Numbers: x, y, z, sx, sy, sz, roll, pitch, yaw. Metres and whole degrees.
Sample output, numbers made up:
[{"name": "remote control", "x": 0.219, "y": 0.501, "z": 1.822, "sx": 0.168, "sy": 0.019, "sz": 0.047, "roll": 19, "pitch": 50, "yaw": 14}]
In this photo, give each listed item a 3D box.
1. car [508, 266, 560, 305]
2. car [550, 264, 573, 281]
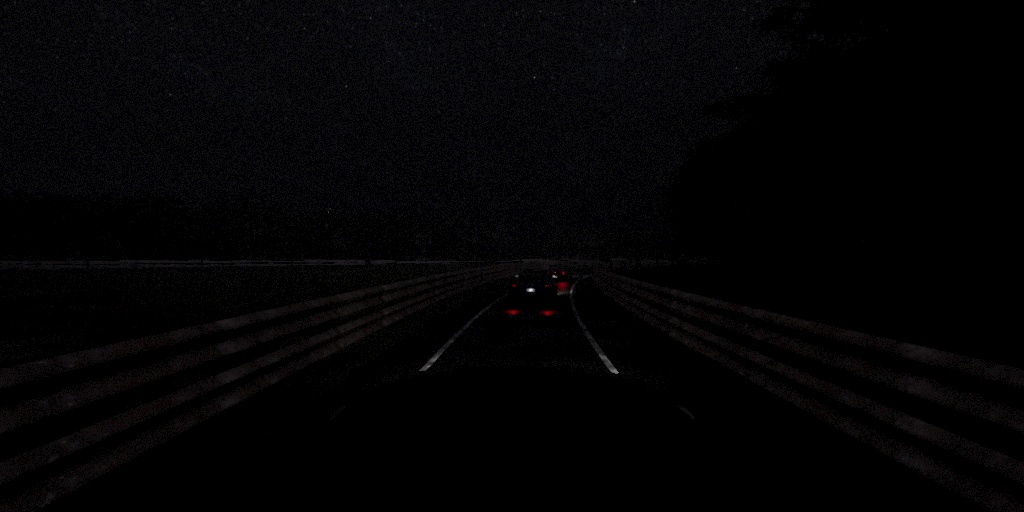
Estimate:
[{"name": "car", "x": 1.017, "y": 1.324, "z": 16.178, "sx": 1.994, "sy": 1.385, "sz": 4.181, "roll": 0, "pitch": 0, "yaw": 8}, {"name": "car", "x": 4.071, "y": 1.375, "z": 30.647, "sx": 1.895, "sy": 1.301, "sz": 4.718, "roll": 0, "pitch": 0, "yaw": 16}]
